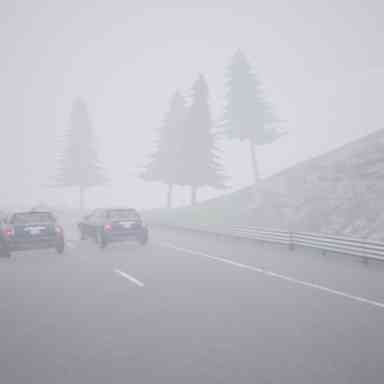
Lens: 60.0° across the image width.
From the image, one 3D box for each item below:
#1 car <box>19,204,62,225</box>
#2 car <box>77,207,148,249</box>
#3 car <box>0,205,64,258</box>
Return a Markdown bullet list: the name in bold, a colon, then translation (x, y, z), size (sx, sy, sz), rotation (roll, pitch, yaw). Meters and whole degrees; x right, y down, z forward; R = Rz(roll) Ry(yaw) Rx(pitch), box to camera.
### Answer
- **car**: translation (-12.983, 1.824, 28.277), size (2.033, 1.411, 5.357), rotation (0, 0, -38)
- **car**: translation (-3.867, 1.472, 15.673), size (2.097, 1.767, 4.553), rotation (0, 0, -33)
- **car**: translation (-6.811, 1.490, 13.780), size (2.097, 1.767, 4.553), rotation (0, 0, -33)
